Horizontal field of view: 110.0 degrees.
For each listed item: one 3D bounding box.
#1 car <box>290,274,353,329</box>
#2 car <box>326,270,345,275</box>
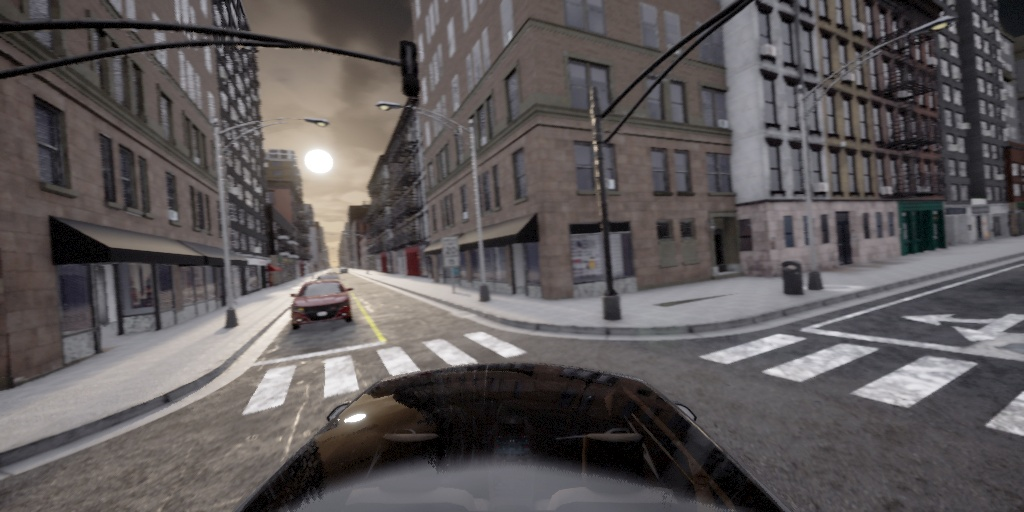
[{"bbox_3d":[-7.357,1.694,13.993,1.882,1.535,5.008,-5,0,-26],"label":"car"},{"bbox_3d":[-12.963,2.071,25.312,1.837,1.490,4.892,-5,1,-26],"label":"car"}]
